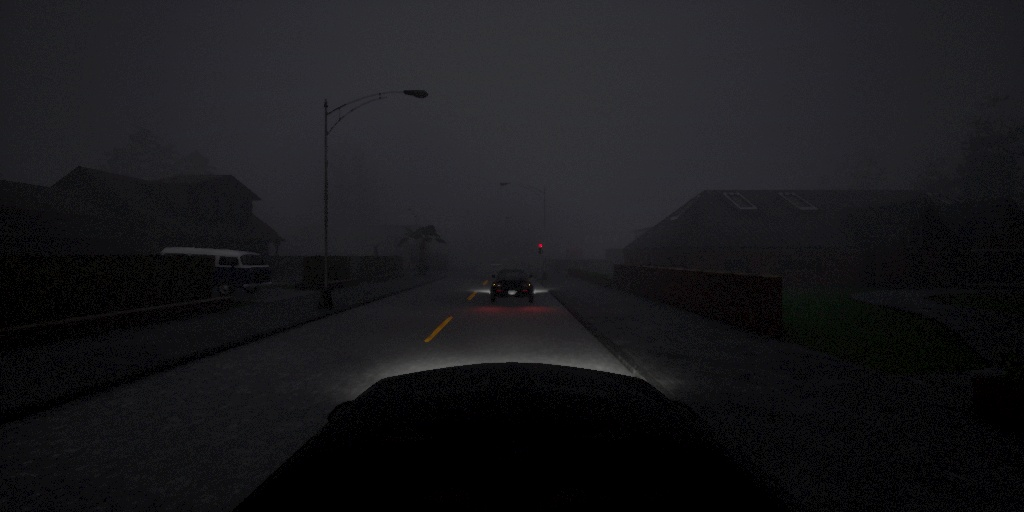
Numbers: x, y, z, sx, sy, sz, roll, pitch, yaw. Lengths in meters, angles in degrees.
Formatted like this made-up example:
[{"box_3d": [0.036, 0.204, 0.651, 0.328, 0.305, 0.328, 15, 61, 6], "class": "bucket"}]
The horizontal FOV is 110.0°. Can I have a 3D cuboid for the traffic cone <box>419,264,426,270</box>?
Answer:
[{"box_3d": [-14.391, 1.580, 57.645, 0.344, 0.586, 0.344, 0, 0, 0], "class": "traffic cone"}]

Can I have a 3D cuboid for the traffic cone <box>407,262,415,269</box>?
[{"box_3d": [-15.751, 1.559, 56.035, 0.344, 0.586, 0.344, 0, 0, 0], "class": "traffic cone"}]

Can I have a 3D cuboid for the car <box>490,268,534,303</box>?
[{"box_3d": [0.000, 1.281, 16.500, 1.812, 1.442, 4.674, 0, 0, 0], "class": "car"}]

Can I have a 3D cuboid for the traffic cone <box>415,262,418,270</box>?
[{"box_3d": [-15.390, 1.555, 56.604, 0.344, 0.586, 0.344, 0, 0, 0], "class": "traffic cone"}]
